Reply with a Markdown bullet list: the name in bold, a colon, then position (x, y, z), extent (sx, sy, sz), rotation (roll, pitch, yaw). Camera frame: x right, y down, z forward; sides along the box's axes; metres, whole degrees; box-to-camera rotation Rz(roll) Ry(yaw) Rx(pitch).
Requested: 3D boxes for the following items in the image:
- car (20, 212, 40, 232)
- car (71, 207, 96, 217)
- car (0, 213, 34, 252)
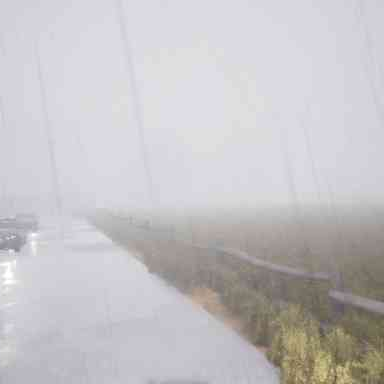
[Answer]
- **car**: position (-13.385, 2.379, 26.792), extent (1.837, 1.490, 4.892), rotation (-2, -1, -21)
- **car**: position (-14.469, 2.652, 45.110), extent (1.994, 1.385, 4.181), rotation (-2, -1, 14)
- **car**: position (-9.313, 2.082, 16.429), extent (2.128, 1.511, 4.902), rotation (-2, -1, -22)
